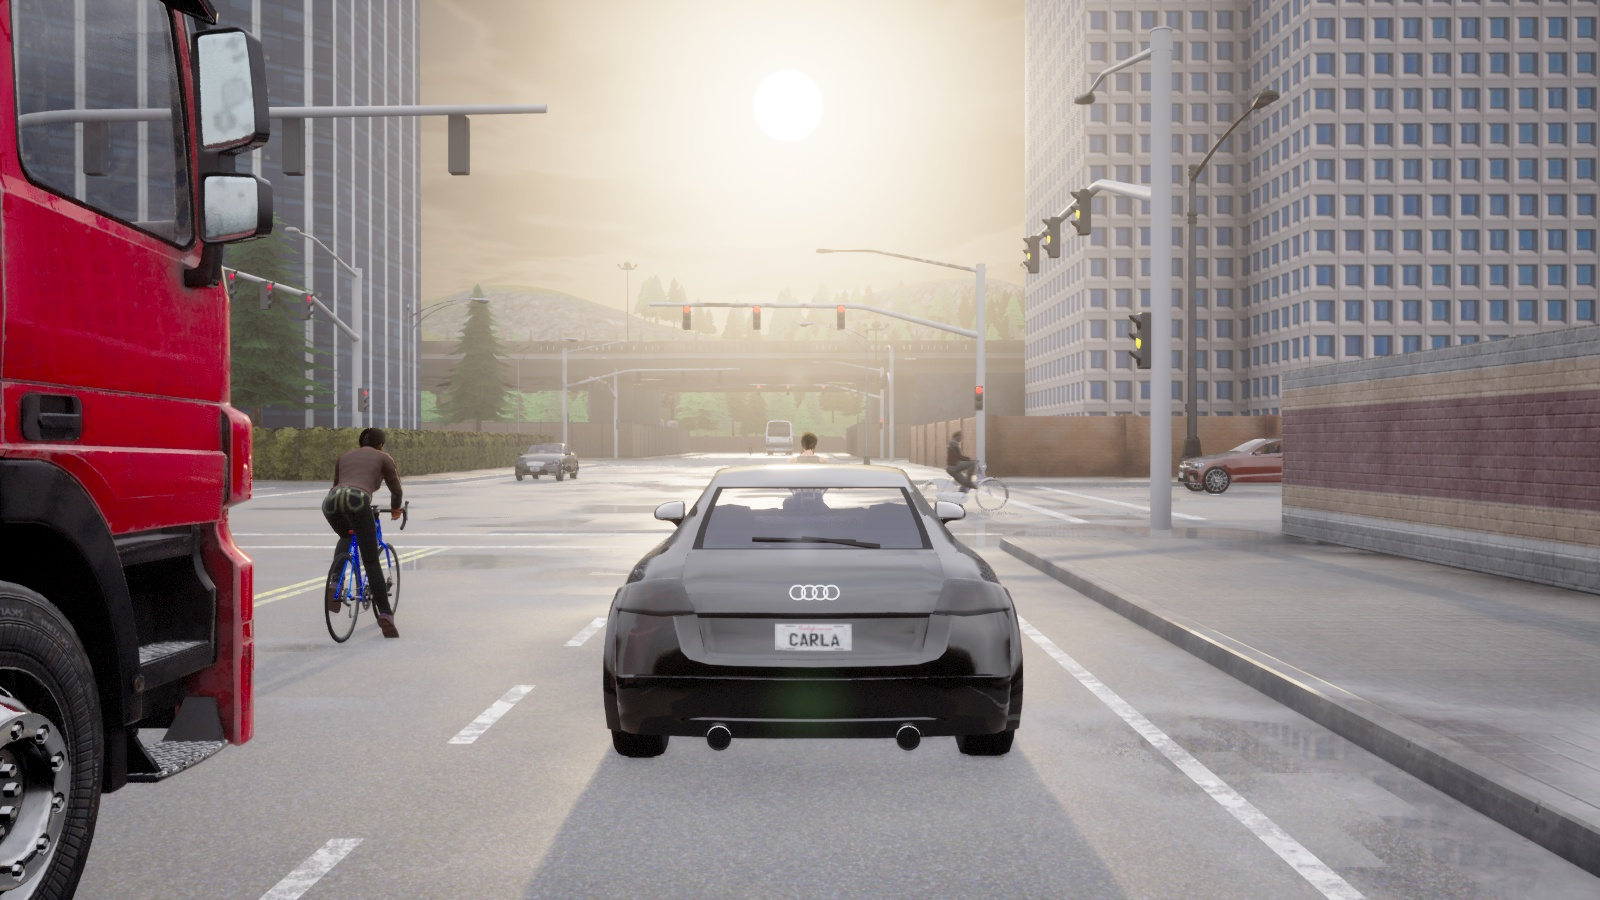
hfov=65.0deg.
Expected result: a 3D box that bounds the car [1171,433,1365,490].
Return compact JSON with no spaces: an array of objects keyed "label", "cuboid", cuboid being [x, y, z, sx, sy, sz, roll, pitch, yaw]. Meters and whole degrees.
[{"label":"car","cuboid":[13.928,0.324,37.603,5.027,1.651,2.152,0,0,1]}]

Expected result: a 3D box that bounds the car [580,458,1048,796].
[{"label":"car","cuboid":[0.060,0.768,7.443,1.994,1.385,4.181,0,0,0]}]

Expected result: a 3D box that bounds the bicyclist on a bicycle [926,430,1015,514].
[{"label":"bicyclist on a bicycle","cuboid":[3.672,0.467,27.127,1.843,1.776,0.659,0,0,0]}]

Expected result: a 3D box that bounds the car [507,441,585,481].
[{"label":"car","cuboid":[-10.185,0.408,50.752,2.128,1.511,4.902,0,0,0]}]

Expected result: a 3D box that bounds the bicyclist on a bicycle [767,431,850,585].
[{"label":"bicyclist on a bicycle","cuboid":[0.093,0.604,13.963,0.866,1.612,1.509,0,0,0]}]

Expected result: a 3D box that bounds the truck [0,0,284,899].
[{"label":"truck","cuboid":[-3.478,-0.243,0.926,2.891,3.462,7.936,0,0,0]}]

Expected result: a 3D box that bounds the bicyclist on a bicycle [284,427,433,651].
[{"label":"bicyclist on a bicycle","cuboid":[-3.426,0.641,9.893,0.582,1.620,1.656,0,0,0]}]
